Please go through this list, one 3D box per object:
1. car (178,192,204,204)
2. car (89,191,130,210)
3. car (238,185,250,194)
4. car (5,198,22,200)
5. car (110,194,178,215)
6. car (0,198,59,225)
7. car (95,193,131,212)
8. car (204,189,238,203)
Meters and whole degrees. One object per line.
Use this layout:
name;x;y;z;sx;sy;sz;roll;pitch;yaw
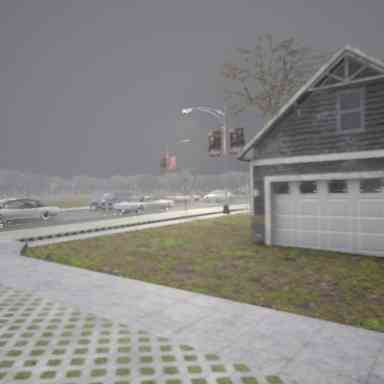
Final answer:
car;-1.065;0.710;39.507;1.895;1.301;4.718;-1;1;38
car;-7.383;0.775;31.333;2.097;1.767;4.553;-1;1;38
car;8.287;-0.320;51.485;2.097;1.767;4.553;-1;1;38
car;-13.006;1.209;24.046;1.837;1.490;4.892;-1;1;36
car;-3.548;0.985;25.444;1.895;1.301;4.718;-1;1;39
car;-11.096;1.285;21.155;1.895;1.301;4.718;-1;1;37
car;-5.494;1.004;28.461;1.895;1.301;4.718;-1;1;37
car;3.144;0.503;39.621;1.812;1.442;4.674;-1;1;38
